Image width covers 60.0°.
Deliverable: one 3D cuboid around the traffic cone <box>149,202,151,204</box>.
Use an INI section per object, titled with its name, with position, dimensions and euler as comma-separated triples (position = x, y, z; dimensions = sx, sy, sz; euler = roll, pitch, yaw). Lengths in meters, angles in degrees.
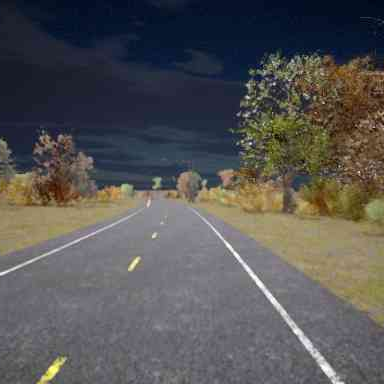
[traffic cone]
position = -7.619, 2.263, 57.909
dimensions = 0.340, 0.580, 0.340
euler = 0, 0, -5
